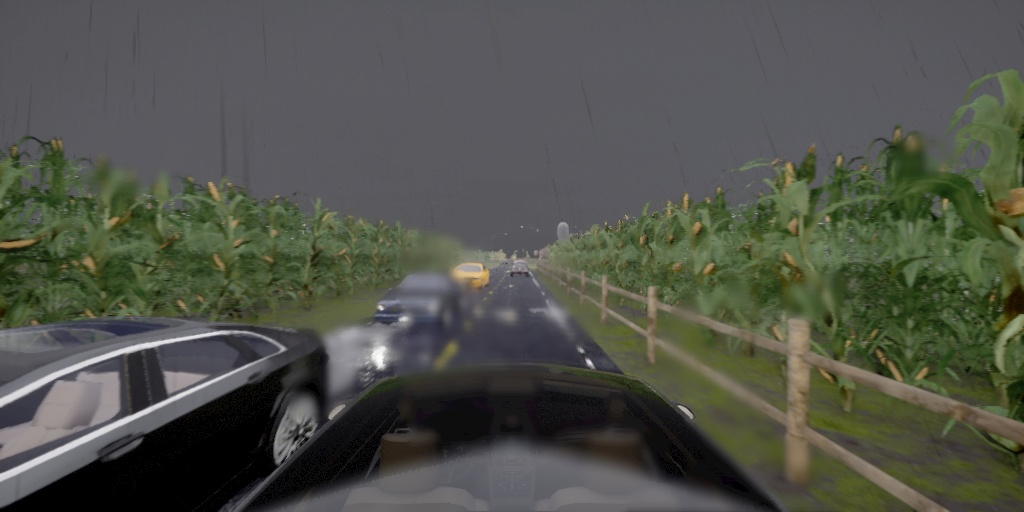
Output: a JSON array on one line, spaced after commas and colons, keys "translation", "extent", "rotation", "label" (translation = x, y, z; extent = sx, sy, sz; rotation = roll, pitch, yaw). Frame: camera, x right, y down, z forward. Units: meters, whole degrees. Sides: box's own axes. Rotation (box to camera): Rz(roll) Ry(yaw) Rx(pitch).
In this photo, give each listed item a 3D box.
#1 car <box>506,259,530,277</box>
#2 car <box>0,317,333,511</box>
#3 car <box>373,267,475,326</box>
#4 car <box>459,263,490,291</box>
[{"translation": [0.772, 1.296, 35.930], "extent": [2.033, 1.411, 5.357], "rotation": [1, 0, 1], "label": "car"}, {"translation": [-2.876, 1.204, 1.896], "extent": [2.128, 1.511, 4.902], "rotation": [1, 0, 1], "label": "car"}, {"translation": [-2.677, 1.254, 11.838], "extent": [2.033, 1.411, 5.357], "rotation": [1, 0, 1], "label": "car"}, {"translation": [-2.460, 1.183, 21.829], "extent": [1.882, 1.535, 5.008], "rotation": [1, 0, 2], "label": "car"}]
